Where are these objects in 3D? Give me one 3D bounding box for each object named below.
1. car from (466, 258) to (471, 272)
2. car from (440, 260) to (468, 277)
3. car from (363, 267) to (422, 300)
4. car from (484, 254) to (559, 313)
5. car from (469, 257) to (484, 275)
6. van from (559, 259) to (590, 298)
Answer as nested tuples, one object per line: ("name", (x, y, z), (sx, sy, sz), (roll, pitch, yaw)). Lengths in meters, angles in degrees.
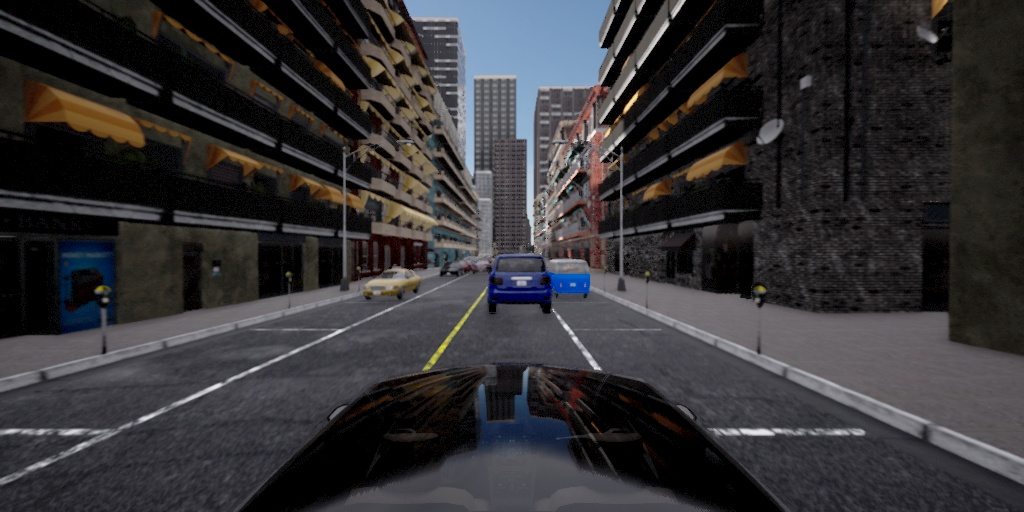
("car", (-5.665, 1.177, 39.781), (1.888, 1.381, 4.507), (0, 0, 0))
("car", (-5.669, 1.215, 34.257), (1.948, 1.339, 4.313), (0, 0, 0))
("car", (-5.681, 1.225, 17.518), (1.751, 1.417, 4.829), (0, 0, 0))
("car", (0.196, 0.933, 13.839), (2.150, 2.045, 5.566), (0, 0, -2))
("car", (-3.058, 1.164, 37.633), (1.812, 1.442, 4.674), (0, 0, 0))
("van", (2.700, 1.040, 17.669), (1.690, 1.789, 3.998), (0, 0, 0))
